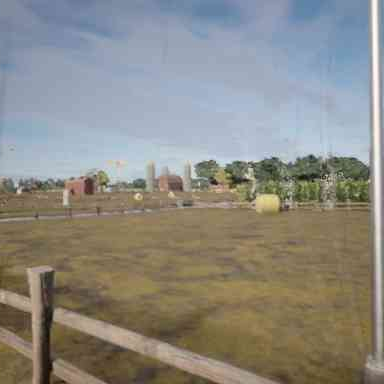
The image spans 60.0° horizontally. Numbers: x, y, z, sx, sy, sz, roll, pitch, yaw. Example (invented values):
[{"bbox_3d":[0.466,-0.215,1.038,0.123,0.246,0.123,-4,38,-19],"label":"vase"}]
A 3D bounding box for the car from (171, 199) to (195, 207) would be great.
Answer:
[{"bbox_3d":[-1.595,2.046,60.937,2.033,1.411,5.357,-2,0,36],"label":"car"}]
